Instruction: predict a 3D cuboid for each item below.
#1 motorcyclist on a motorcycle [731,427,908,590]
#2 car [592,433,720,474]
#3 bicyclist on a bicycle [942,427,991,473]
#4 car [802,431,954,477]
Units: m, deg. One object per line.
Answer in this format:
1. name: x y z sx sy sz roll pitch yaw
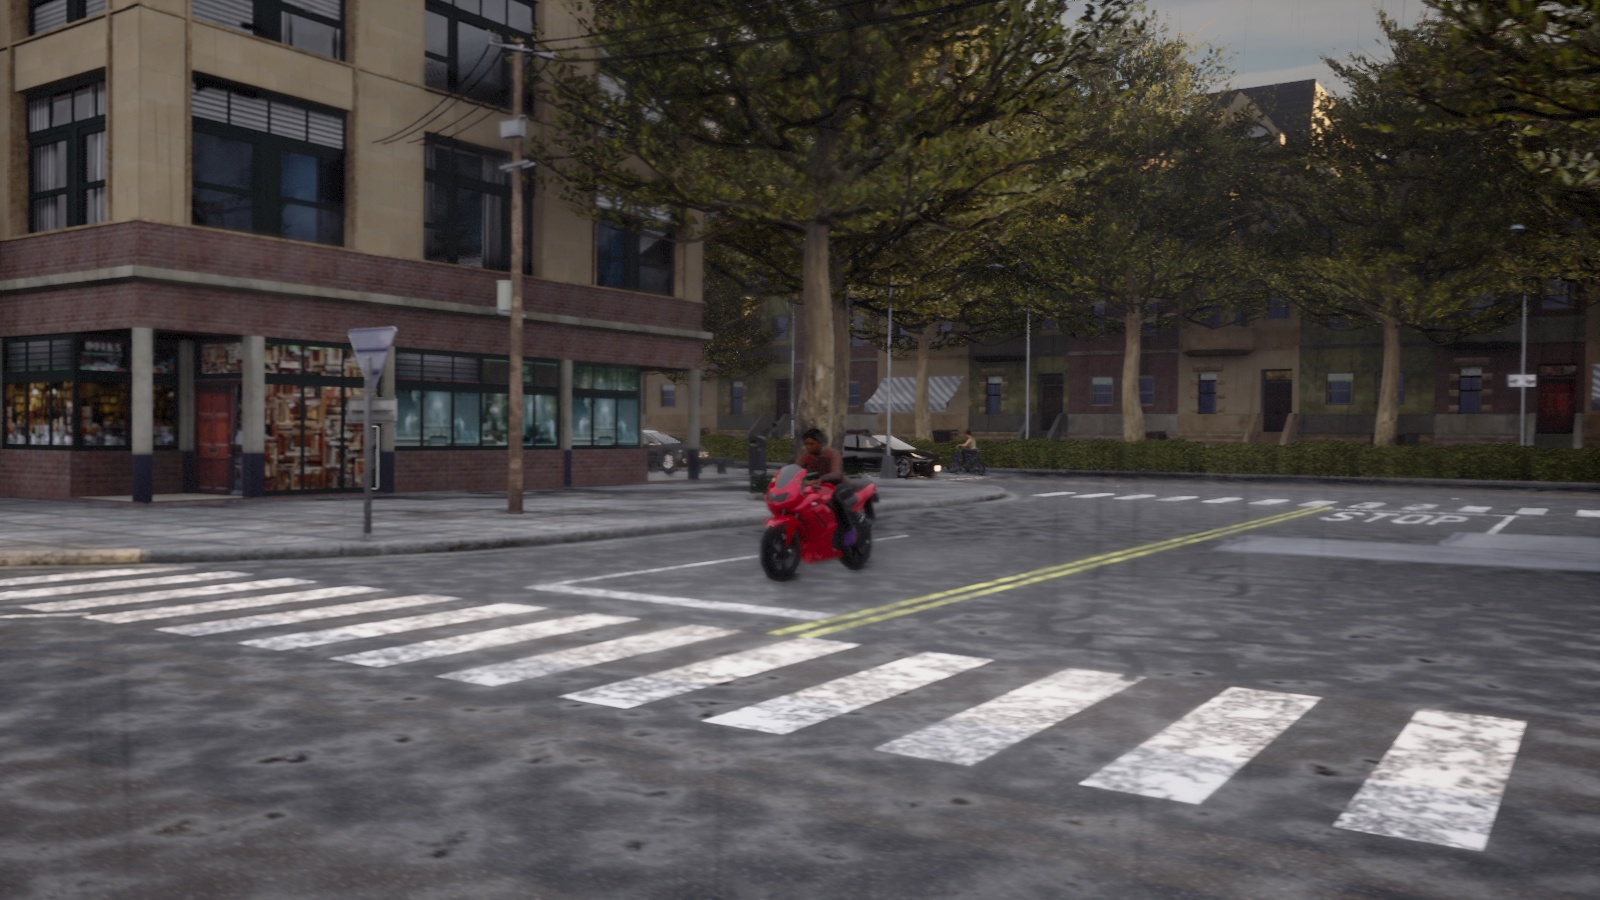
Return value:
1. motorcyclist on a motorcycle: 0.247 0.536 12.818 0.797 1.523 2.044 0 1 34
2. car: -5.625 0.122 48.729 4.892 1.490 1.837 0 1 34
3. bicyclist on a bicycle: 5.995 -0.004 45.235 1.509 1.612 0.866 0 1 33
4. car: 2.668 0.117 43.251 4.792 1.488 2.163 0 1 34
